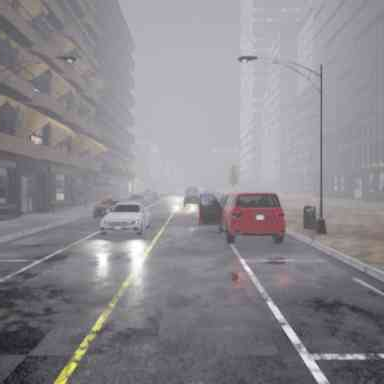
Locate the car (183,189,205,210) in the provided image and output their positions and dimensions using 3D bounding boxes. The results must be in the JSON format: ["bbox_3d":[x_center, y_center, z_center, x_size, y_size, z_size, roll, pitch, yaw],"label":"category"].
[{"bbox_3d":[0.018,0.768,36.786,2.128,1.511,4.902,0,1,0],"label":"car"}]

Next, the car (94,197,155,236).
[{"bbox_3d":[-3.113,1.203,16.299,1.812,1.442,4.674,0,1,0],"label":"car"}]

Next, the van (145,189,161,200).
[{"bbox_3d":[-5.716,0.439,46.019,1.690,1.788,3.998,1,1,0],"label":"van"}]

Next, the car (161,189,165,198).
[{"bbox_3d":[-5.723,0.518,51.421,1.752,1.417,4.829,1,1,0],"label":"car"}]

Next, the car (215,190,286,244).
[{"bbox_3d":[2.382,0.937,14.324,2.150,2.045,5.566,0,1,0],"label":"car"}]

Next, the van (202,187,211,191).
[{"bbox_3d":[2.660,0.330,51.594,1.690,1.788,3.998,1,1,0],"label":"van"}]

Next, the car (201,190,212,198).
[{"bbox_3d":[2.646,0.354,62.734,1.802,1.307,4.206,1,1,0],"label":"car"}]

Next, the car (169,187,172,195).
[{"bbox_3d":[-5.738,0.194,68.127,1.752,1.417,4.829,1,1,0],"label":"car"}]

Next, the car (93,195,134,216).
[{"bbox_3d":[-5.700,1.077,23.747,1.887,1.381,4.507,1,1,0],"label":"car"}]

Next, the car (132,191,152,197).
[{"bbox_3d":[-5.709,0.880,34.885,1.947,1.339,4.313,1,1,0],"label":"car"}]

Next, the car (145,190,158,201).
[{"bbox_3d":[-5.714,0.757,40.453,2.008,1.369,4.403,1,1,0],"label":"car"}]

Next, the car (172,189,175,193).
[{"bbox_3d":[-5.745,-0.235,79.429,2.192,1.841,5.009,1,1,0],"label":"car"}]

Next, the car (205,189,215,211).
[{"bbox_3d":[2.673,0.753,34.889,1.967,1.590,4.097,1,1,0],"label":"car"}]

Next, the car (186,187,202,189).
[{"bbox_3d":[-0.043,0.241,50.047,2.150,2.045,5.566,0,1,0],"label":"car"}]

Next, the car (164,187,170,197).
[{"bbox_3d":[-5.734,0.324,62.727,2.008,1.369,4.403,1,1,0],"label":"car"}]

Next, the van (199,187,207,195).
[{"bbox_3d":[2.635,-0.210,79.437,1.690,1.788,3.998,1,1,0],"label":"van"}]

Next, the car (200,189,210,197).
[{"bbox_3d":[2.642,0.186,68.472,1.752,1.417,4.829,1,1,0],"label":"car"}]
